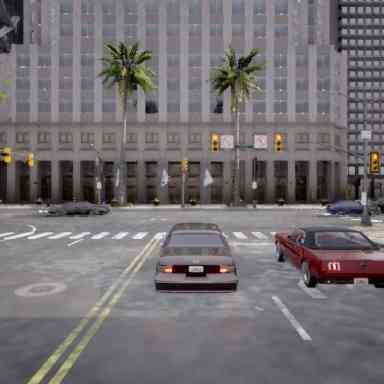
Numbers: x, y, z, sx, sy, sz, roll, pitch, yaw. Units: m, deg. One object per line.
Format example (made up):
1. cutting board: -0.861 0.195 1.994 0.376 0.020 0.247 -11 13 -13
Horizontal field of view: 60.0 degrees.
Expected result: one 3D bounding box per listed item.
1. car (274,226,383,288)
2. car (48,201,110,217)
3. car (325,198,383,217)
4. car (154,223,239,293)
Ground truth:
1. car: 3.643 1.601 9.244 1.895 1.301 4.718 0 0 2
2. car: -10.384 1.547 30.762 5.357 1.411 2.033 0 0 0
3. car: 14.731 1.526 30.649 4.674 1.442 1.812 0 0 0
4. car: 0.097 1.547 8.977 2.033 1.411 5.357 0 0 0
